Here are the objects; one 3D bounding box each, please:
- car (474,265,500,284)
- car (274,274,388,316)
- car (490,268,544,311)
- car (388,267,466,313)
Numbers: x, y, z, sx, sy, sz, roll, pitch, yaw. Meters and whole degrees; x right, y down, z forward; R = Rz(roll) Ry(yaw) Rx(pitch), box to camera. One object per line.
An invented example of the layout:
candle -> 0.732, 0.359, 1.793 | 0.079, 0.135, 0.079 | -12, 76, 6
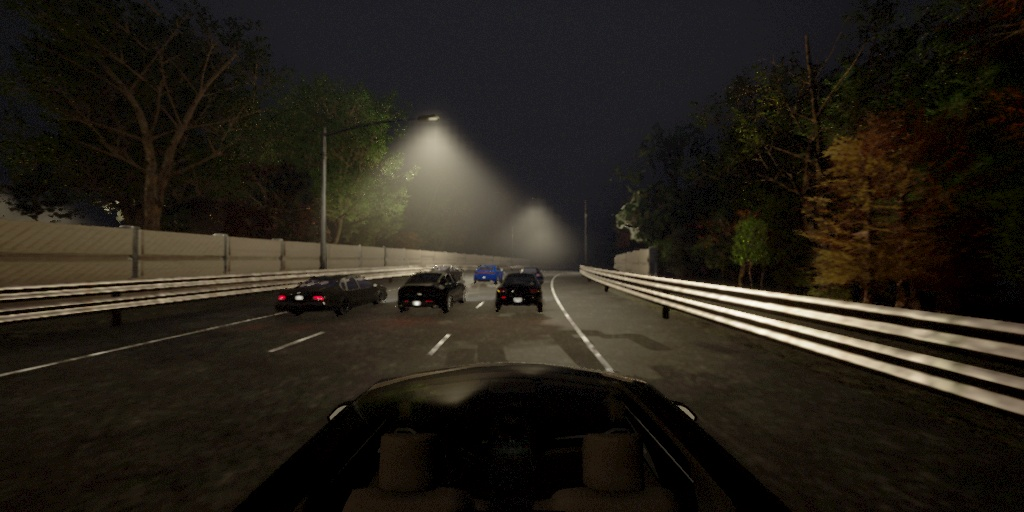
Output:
car -> -1.873, 1.531, 30.275 | 1.882, 1.535, 5.008 | 0, 0, 7
car -> -6.727, 1.428, 14.071 | 2.033, 1.411, 5.357 | 0, -1, 3
car -> 0.368, 1.419, 15.144 | 1.812, 1.442, 4.674 | 0, 0, 4
car -> -3.159, 1.397, 14.895 | 1.837, 1.490, 4.892 | 0, 0, 4
